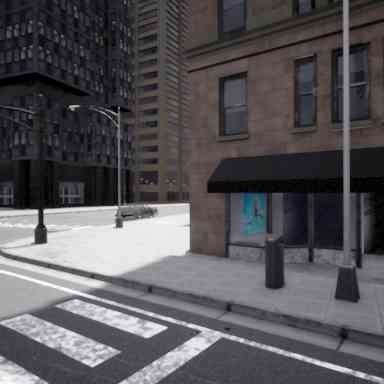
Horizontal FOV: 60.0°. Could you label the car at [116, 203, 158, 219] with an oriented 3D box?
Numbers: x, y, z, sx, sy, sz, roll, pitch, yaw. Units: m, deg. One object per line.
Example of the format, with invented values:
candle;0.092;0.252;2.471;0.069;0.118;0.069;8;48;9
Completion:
car;-5.138;1.785;31.628;2.033;1.411;5.357;0;-1;19
